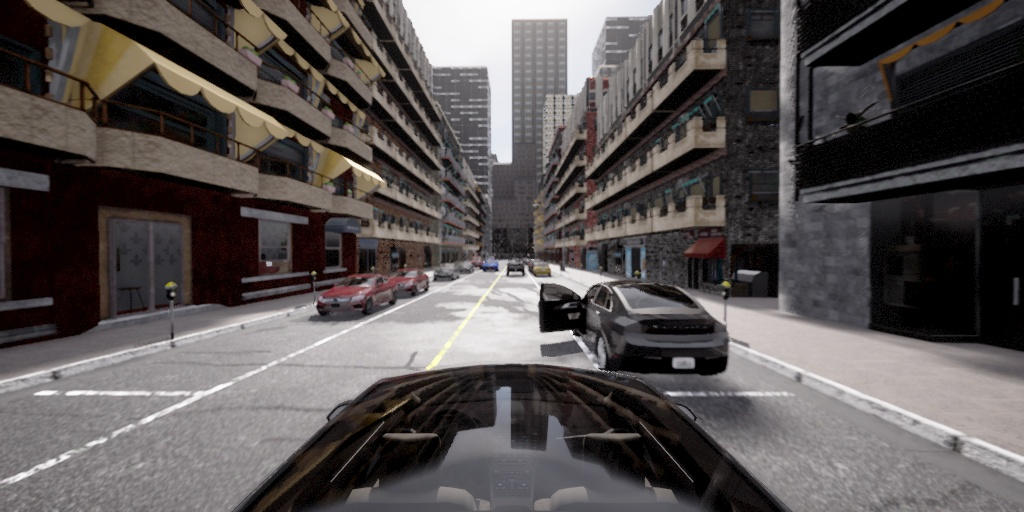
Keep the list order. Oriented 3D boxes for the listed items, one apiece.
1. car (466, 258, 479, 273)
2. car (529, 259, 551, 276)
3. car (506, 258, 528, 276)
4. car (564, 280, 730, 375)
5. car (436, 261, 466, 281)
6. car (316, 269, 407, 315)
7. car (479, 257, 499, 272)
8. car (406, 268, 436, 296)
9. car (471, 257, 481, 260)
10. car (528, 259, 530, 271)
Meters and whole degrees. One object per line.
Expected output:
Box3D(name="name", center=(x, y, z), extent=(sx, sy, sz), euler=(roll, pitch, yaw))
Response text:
Box3D(name="car", center=(-5.352, 1.288, 41.497), extent=(2.007, 1.370, 4.403), euler=(0, 0, 0))
Box3D(name="car", center=(2.984, 1.247, 35.967), extent=(1.751, 1.417, 4.829), euler=(0, 0, 0))
Box3D(name="car", center=(0.391, 1.225, 37.681), extent=(1.837, 1.490, 4.892), euler=(0, -2, 1))
Box3D(name="car", center=(2.414, 1.245, 7.422), extent=(1.837, 1.490, 4.892), euler=(0, 0, 0))
Box3D(name="car", center=(-5.443, 1.295, 30.293), extent=(2.007, 1.370, 4.403), euler=(0, 0, 0))
Box3D(name="car", center=(-5.581, 1.337, 13.487), extent=(1.802, 1.307, 4.207), euler=(0, 0, 0))
Box3D(name="car", center=(-2.636, 1.207, 45.519), extent=(1.882, 1.535, 5.008), euler=(0, 0, 1))
Box3D(name="car", center=(-5.536, 1.334, 19.089), extent=(1.802, 1.307, 4.207), euler=(0, 0, 0))
Box3D(name="car", center=(-5.260, 1.045, 52.700), extent=(2.192, 1.841, 5.009), euler=(0, 0, 0))
Box3D(name="car", center=(3.028, 1.283, 41.399), extent=(1.948, 1.339, 4.313), euler=(0, 0, 0))
